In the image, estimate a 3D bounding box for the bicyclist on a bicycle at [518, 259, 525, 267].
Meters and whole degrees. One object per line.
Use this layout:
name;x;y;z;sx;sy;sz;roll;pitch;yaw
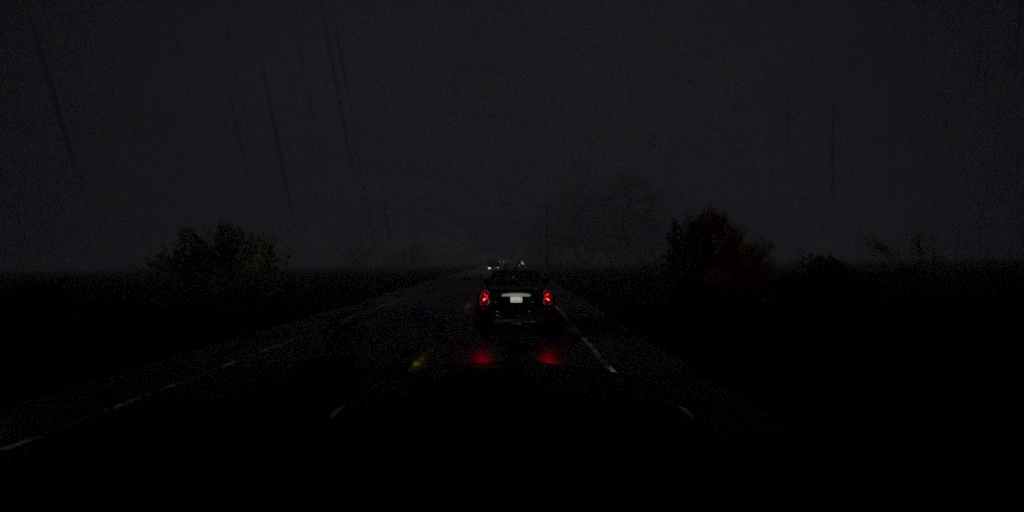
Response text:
bicyclist on a bicycle;1.007;1.237;37.048;0.866;1.612;1.509;0;0;0

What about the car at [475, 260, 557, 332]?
car;0.105;1.114;11.031;2.097;1.767;4.553;0;0;0

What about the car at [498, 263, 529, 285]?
car;0.116;1.274;26.892;2.128;1.511;4.902;0;-1;0
